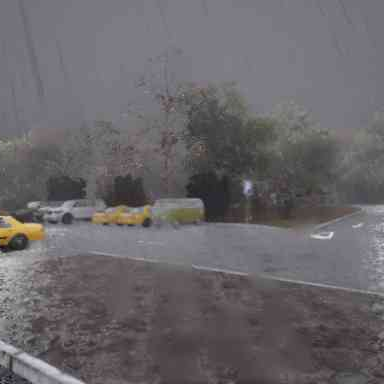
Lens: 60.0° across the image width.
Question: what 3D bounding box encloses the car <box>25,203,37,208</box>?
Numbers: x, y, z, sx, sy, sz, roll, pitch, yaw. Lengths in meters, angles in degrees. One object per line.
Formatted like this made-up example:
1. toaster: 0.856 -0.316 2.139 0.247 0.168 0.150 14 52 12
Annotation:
1. car: -12.391 2.017 30.981 2.231 1.521 4.892 -2 -1 35

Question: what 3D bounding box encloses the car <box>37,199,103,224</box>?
1. car: -10.114 1.678 29.380 2.435 2.045 5.566 -2 -1 35

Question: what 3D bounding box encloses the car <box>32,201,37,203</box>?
1. car: -14.605 1.852 32.485 2.435 2.045 5.566 -2 -1 35

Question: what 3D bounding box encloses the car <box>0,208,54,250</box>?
1. car: -8.597 1.645 13.165 1.946 1.575 5.366 -1 -1 35

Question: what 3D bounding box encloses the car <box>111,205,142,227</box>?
1. car: -3.120 1.722 24.755 1.946 1.575 5.366 -1 -1 35

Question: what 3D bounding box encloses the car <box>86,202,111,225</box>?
1. car: -5.301 1.780 26.279 1.946 1.575 5.366 -2 -1 35

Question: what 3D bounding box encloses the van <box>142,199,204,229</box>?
1. van: -1.005 1.443 22.911 1.878 1.987 4.442 -1 -1 35
